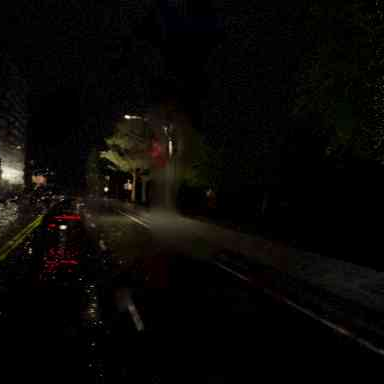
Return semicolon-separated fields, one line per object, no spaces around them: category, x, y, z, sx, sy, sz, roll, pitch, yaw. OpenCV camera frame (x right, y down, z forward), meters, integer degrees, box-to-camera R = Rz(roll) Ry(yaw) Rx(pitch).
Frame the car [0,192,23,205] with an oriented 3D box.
car;-21.478;0.717;39.725;1.812;1.442;4.674;2;0;-19

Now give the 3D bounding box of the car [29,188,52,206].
car;-18.147;0.550;40.063;2.150;2.045;5.566;2;-1;-19

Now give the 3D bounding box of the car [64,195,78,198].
car;-12.571;1.034;34.463;1.837;1.490;4.892;2;0;-19

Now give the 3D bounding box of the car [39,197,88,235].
car;-6.347;1.245;16.663;1.837;1.490;4.892;2;0;-19
